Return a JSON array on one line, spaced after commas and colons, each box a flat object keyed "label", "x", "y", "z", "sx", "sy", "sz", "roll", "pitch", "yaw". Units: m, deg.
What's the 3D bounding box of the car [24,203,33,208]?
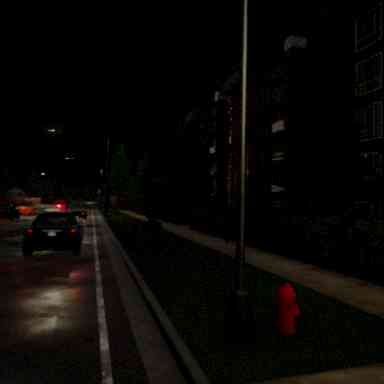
[{"label": "car", "x": -22.743, "y": 2.254, "z": 45.683, "sx": 2.097, "sy": 1.767, "sz": 4.553, "roll": 2, "pitch": -2, "yaw": -17}]

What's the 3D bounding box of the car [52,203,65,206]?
[{"label": "car", "x": -19.047, "y": 2.589, "z": 45.823, "sx": 1.895, "sy": 1.301, "sz": 4.718, "roll": 2, "pitch": -2, "yaw": -17}]

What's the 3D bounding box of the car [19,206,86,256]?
[{"label": "car", "x": -5.997, "y": 1.683, "z": 14.812, "sx": 2.097, "sy": 1.767, "sz": 4.553, "roll": 2, "pitch": -2, "yaw": -17}]

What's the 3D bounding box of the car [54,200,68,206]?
[{"label": "car", "x": -21.955, "y": 2.438, "z": 55.435, "sx": 2.150, "sy": 2.045, "sz": 5.566, "roll": 2, "pitch": -2, "yaw": -17}]

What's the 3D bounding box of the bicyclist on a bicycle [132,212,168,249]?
[{"label": "bicyclist on a bicycle", "x": -1.851, "y": 1.725, "z": 14.835, "sx": 1.656, "sy": 1.620, "sz": 0.582, "roll": 1, "pitch": -2, "yaw": -17}]

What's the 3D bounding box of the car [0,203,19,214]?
[{"label": "car", "x": -27.708, "y": 2.459, "z": 50.291, "sx": 1.812, "sy": 1.442, "sz": 4.674, "roll": 2, "pitch": -2, "yaw": -17}]

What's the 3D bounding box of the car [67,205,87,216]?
[{"label": "car", "x": -13.435, "y": 2.513, "z": 39.243, "sx": 1.895, "sy": 1.301, "sz": 4.718, "roll": 2, "pitch": -2, "yaw": -16}]

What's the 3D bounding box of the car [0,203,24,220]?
[{"label": "car", "x": -19.398, "y": 2.121, "z": 34.749, "sx": 1.882, "sy": 1.535, "sz": 5.008, "roll": 2, "pitch": -2, "yaw": -16}]
